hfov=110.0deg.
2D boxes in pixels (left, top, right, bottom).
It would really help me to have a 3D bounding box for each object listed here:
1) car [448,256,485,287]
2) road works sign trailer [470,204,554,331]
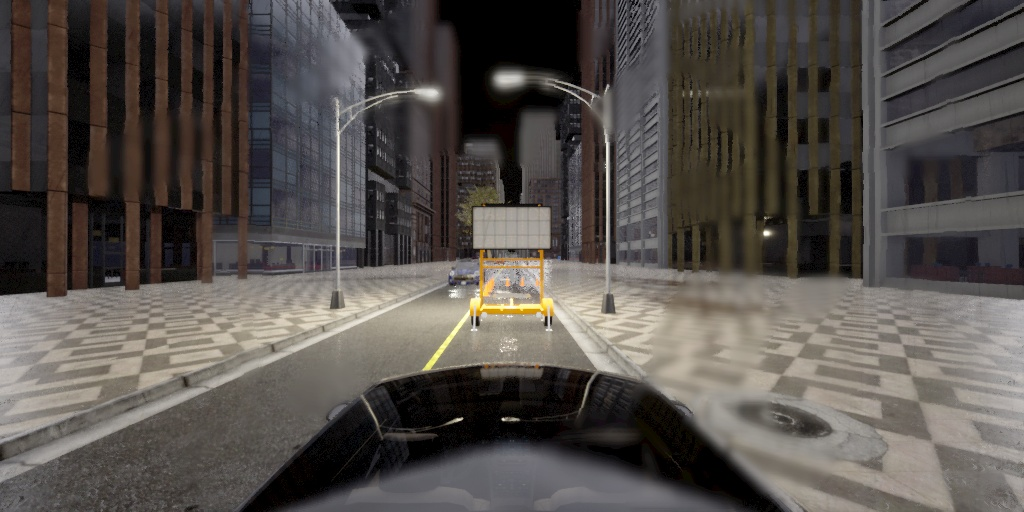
[{"bbox_3d":[-3.026,1.106,24.682,2.097,1.767,4.553,0,0,0],"label":"car"},{"bbox_3d":[-0.010,0.215,10.971,2.380,3.560,2.880,0,0,0],"label":"road works sign trailer"}]
